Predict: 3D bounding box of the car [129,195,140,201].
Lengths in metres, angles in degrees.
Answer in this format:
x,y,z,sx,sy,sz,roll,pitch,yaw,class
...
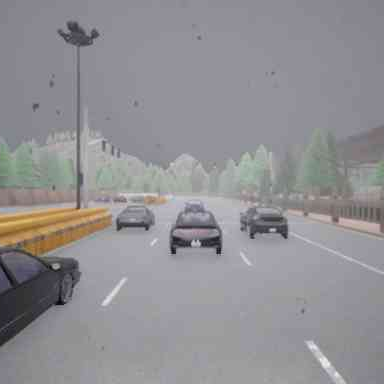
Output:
x,y,z,sx,sy,sz,roll,pitch,yaw,class
-13.590,1.476,78.866,1.895,1.301,4.718,0,0,0,car

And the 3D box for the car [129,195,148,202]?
x,y,z,sx,sy,sz,roll,pitch,yaw,class
-10.194,1.410,63.347,1.837,1.490,4.892,0,0,1,car

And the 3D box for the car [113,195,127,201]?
x,y,z,sx,sy,sz,roll,pitch,yaw,class
-17.089,1.421,79.051,2.033,1.411,5.357,0,0,0,car

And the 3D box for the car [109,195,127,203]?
x,y,z,sx,sy,sz,roll,pitch,yaw,class
-13.689,1.507,63.296,1.895,1.301,4.718,0,0,1,car

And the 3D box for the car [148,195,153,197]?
x,y,z,sx,sy,sz,roll,pitch,yaw,class
-10.090,1.407,78.799,2.128,1.511,4.902,0,0,0,car

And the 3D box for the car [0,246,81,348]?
x,y,z,sx,sy,sz,roll,pitch,yaw,class
-3.391,1.550,4.979,2.033,1.411,5.357,0,0,0,car

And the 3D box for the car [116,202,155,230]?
x,y,z,sx,sy,sz,roll,pitch,yaw,class
-3.466,1.541,20.865,1.994,1.385,4.181,0,0,-2,car

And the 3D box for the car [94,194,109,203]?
x,y,z,sx,sy,sz,roll,pitch,yaw,class
-17.186,1.258,63.824,2.097,1.767,4.553,0,0,1,car

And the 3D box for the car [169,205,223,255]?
x,y,z,sx,sy,sz,roll,pitch,yaw,class
0.146,1.480,13.200,2.128,1.511,4.902,0,0,0,car

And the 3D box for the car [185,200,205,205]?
x,y,z,sx,sy,sz,roll,pitch,yaw,class
0.253,1.482,32.925,1.812,1.442,4.674,0,0,0,car

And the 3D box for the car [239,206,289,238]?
x,y,z,sx,sy,sz,roll,pitch,yaw,class
3.667,1.487,17.496,1.837,1.490,4.892,0,0,0,car
